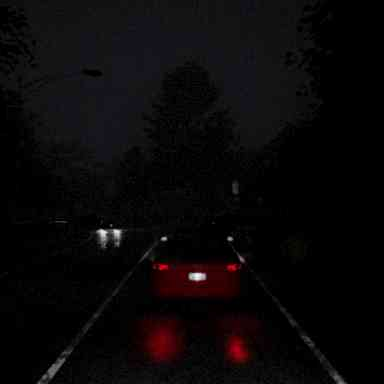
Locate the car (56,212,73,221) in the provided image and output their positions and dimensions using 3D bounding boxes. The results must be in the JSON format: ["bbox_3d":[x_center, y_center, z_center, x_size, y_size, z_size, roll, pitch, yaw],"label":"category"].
[{"bbox_3d":[-19.037,3.823,51.365,1.994,1.385,4.181,-1,-4,15],"label":"car"}]

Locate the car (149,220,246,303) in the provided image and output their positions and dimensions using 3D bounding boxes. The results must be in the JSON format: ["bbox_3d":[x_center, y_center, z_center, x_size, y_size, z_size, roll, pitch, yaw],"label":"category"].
[{"bbox_3d":[0.128,1.609,8.334,1.994,1.385,4.181,0,-1,1],"label":"car"}]

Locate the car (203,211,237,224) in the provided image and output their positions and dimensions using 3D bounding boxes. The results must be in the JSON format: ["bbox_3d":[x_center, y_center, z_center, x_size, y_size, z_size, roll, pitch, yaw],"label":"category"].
[{"bbox_3d":[2.317,2.272,26.692,1.882,1.535,5.008,-1,-3,17],"label":"car"}]

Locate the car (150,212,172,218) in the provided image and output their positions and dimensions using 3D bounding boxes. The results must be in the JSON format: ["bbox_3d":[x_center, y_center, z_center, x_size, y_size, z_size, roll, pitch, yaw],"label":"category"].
[{"bbox_3d":[-5.918,4.435,63.949,4.181,1.385,1.994,1,-4,-11],"label":"car"}]

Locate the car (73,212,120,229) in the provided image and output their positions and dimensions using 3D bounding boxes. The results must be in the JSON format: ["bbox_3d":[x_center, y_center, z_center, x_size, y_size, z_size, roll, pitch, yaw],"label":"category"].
[{"bbox_3d":[-8.361,2.522,29.677,2.033,1.411,5.357,3,-5,-39],"label":"car"}]
